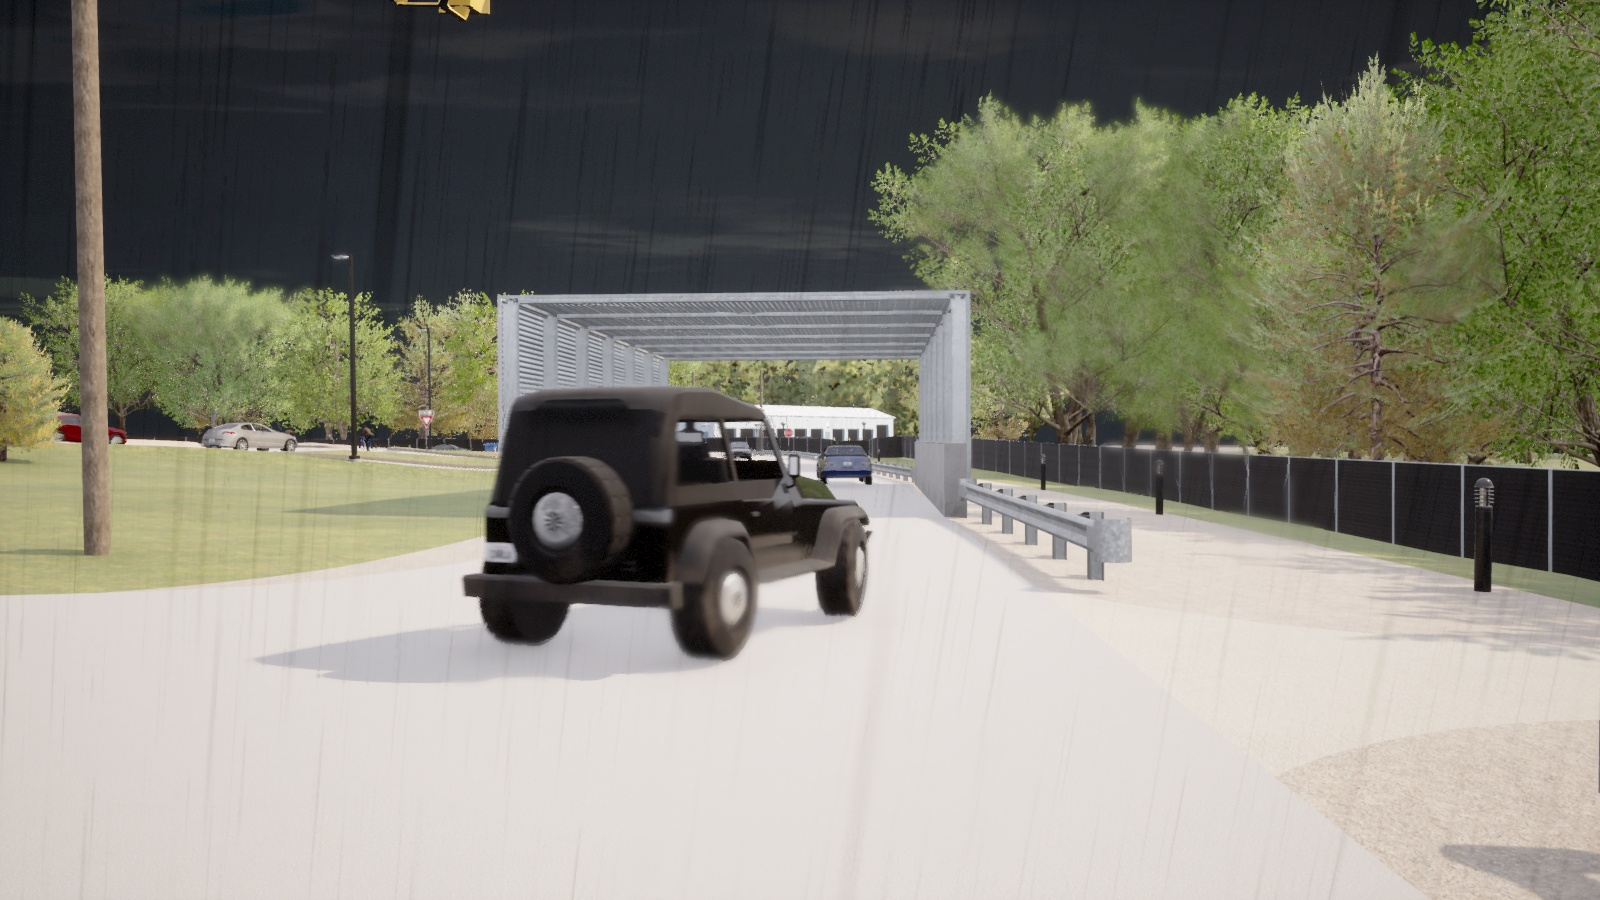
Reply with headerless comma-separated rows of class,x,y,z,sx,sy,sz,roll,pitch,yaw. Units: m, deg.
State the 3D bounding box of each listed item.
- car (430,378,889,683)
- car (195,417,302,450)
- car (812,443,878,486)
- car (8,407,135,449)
car,-0.854,0.482,9.894,1.905,1.878,3.866,0,0,24
car,-28.711,-0.818,65.541,2.152,1.651,5.027,0,0,22
car,1.531,0.482,44.568,2.033,1.411,5.357,0,0,-1
car,-34.758,-1.026,60.072,1.882,1.535,5.008,5,-1,24
